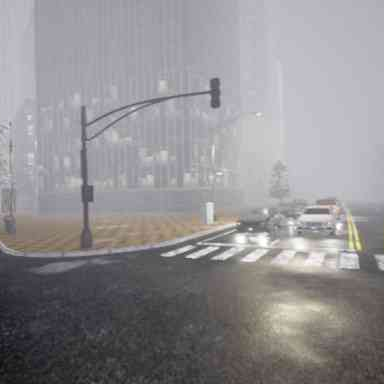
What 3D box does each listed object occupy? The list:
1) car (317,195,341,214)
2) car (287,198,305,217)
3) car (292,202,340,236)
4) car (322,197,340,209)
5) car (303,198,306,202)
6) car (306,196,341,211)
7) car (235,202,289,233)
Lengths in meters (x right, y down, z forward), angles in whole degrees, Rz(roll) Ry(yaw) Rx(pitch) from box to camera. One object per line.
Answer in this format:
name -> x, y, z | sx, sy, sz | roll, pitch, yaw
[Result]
car -> 14.657, 1.270, 35.420 | 2.097, 1.767, 4.553 | -2, -1, 25
car -> 8.395, 1.571, 29.393 | 2.033, 1.411, 5.357 | -2, -1, 24
car -> 7.041, 1.496, 18.591 | 1.812, 1.442, 4.674 | -2, -1, 26
car -> 18.551, 1.443, 44.283 | 2.033, 1.411, 5.357 | -2, -1, 24
car -> 12.461, 1.490, 38.541 | 2.128, 1.511, 4.902 | -2, -1, 24
car -> 10.700, 1.296, 26.627 | 2.097, 1.767, 4.553 | -2, -1, 24
car -> 4.239, 1.602, 20.283 | 2.033, 1.411, 5.357 | -2, -1, 25
